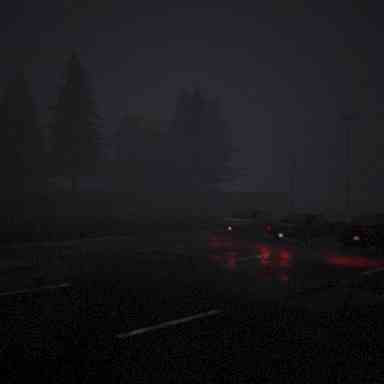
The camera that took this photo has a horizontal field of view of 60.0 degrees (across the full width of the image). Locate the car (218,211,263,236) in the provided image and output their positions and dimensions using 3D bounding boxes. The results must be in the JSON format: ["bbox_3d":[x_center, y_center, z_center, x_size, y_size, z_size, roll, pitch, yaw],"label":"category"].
[{"bbox_3d":[3.889,1.741,19.561,4.718,1.301,1.895,1,0,-36],"label":"car"}]

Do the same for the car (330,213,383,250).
[{"bbox_3d":[8.258,1.621,14.075,5.008,1.535,1.882,0,0,-35],"label":"car"}]

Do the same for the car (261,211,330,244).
[{"bbox_3d":[5.925,1.741,16.714,4.718,1.301,1.895,1,0,-36],"label":"car"}]
